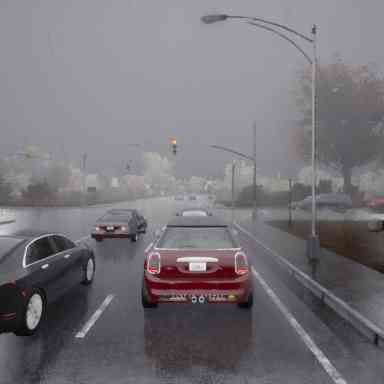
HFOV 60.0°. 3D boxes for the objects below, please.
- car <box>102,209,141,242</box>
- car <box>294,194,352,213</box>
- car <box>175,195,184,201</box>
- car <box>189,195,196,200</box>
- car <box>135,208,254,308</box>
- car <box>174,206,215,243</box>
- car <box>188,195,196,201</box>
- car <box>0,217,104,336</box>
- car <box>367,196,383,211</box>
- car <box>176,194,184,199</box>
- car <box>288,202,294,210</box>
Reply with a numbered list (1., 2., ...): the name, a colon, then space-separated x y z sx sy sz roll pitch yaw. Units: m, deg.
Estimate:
1. car: -3.386 1.547 16.317 2.033 1.411 5.357 0 0 0
2. car: 14.501 1.221 36.398 5.566 2.045 2.150 0 0 3
3. car: -3.413 1.545 85.313 1.994 1.385 4.181 0 0 0
4. car: 0.137 1.524 95.344 1.812 1.442 4.674 0 0 1
5. car: 0.107 1.352 8.072 2.097 1.767 4.553 0 0 0
6. car: 0.116 1.526 17.111 1.812 1.442 4.674 0 0 0
7. car: 0.085 1.500 84.990 1.837 1.490 4.892 0 0 0
8. car: -3.392 1.505 6.659 1.837 1.490 4.892 0 0 0
9. car: 23.859 1.211 39.391 5.566 2.045 2.150 0 0 3
10. car: -3.364 1.402 95.340 1.994 1.385 4.181 0 0 1
11. car: 14.025 1.504 39.933 4.892 1.490 1.837 0 0 3
